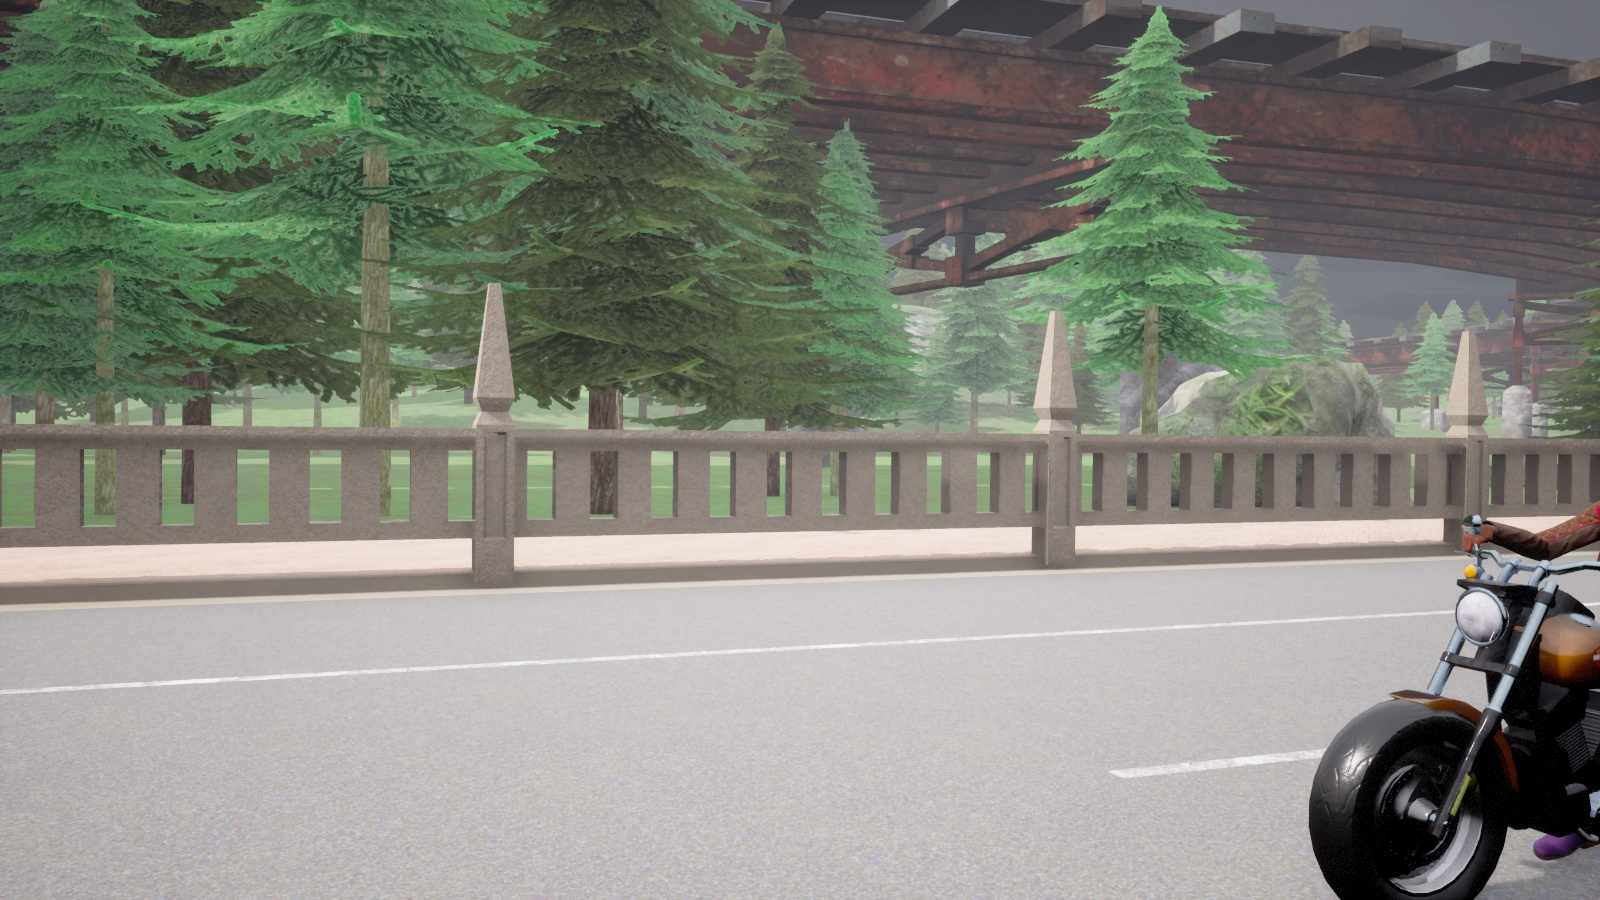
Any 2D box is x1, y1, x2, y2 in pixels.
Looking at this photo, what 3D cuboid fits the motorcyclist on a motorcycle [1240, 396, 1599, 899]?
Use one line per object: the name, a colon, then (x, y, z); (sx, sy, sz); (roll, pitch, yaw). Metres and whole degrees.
motorcyclist on a motorcycle: (2.716, 0.650, 4.271); (2.350, 1.649, 0.766); (-1, 1, -21)
